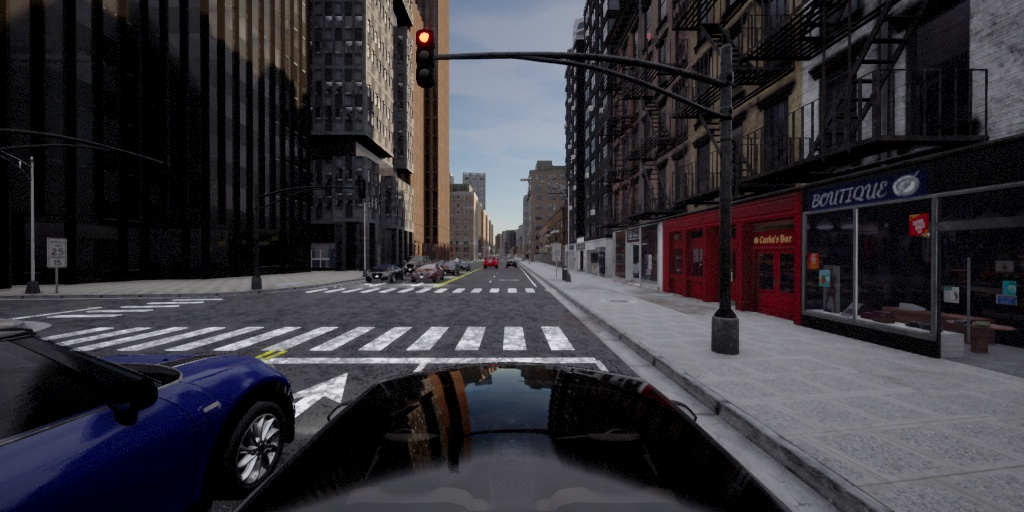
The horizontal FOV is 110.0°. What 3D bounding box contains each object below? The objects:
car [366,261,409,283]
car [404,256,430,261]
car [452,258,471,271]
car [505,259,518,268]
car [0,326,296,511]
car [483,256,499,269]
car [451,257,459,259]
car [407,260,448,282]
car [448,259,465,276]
[{"bbox_3d":[-9.907,1.319,28.359,1.994,1.385,4.181,0,0,1],"label":"car"},{"bbox_3d":[-9.941,0.981,37.695,2.150,2.045,5.566,0,0,0],"label":"car"},{"bbox_3d":[-6.715,1.326,48.409,1.994,1.385,4.181,0,0,0],"label":"car"},{"bbox_3d":[-0.068,1.271,61.862,1.837,1.490,4.892,0,0,0],"label":"car"},{"bbox_3d":[-3.145,1.102,1.620,2.097,1.767,4.553,0,0,0],"label":"car"},{"bbox_3d":[-3.407,0.987,58.079,2.150,2.045,5.566,0,0,0],"label":"car"},{"bbox_3d":[-9.921,0.944,63.032,1.812,1.442,4.674,0,0,0],"label":"car"},{"bbox_3d":[-6.667,1.281,28.767,1.812,1.442,4.674,0,0,0],"label":"car"},{"bbox_3d":[-6.694,1.306,38.448,2.033,1.411,5.357,0,0,0],"label":"car"}]
